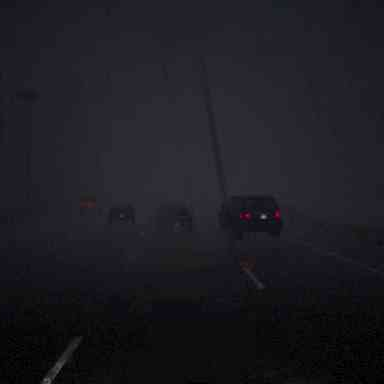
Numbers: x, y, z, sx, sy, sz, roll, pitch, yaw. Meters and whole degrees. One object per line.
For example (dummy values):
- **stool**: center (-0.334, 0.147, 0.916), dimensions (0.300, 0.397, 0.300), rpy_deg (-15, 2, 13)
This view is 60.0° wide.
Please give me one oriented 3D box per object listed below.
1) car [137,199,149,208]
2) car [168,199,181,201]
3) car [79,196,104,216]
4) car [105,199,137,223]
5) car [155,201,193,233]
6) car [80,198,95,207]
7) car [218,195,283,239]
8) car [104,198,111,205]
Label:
- **car**: center (-8.069, 1.745, 51.942), dimensions (1.895, 1.301, 4.718), rpy_deg (-1, 0, -19)
- **car**: center (-2.464, 1.610, 46.072), dimensions (2.033, 1.411, 5.357), rpy_deg (-1, 0, -18)
- **car**: center (-10.909, 1.396, 35.963), dimensions (2.150, 2.045, 5.566), rpy_deg (0, 0, -14)
- **car**: center (-5.517, 1.570, 26.413), dimensions (1.882, 1.535, 5.008), rpy_deg (0, 0, -10)
- **car**: center (-1.085, 1.519, 19.760), dimensions (2.128, 1.511, 4.902), rpy_deg (-1, 0, -7)
- **car**: center (-18.834, 1.790, 59.742), dimensions (2.128, 1.511, 4.902), rpy_deg (-1, 0, -23)
- **car**: center (2.866, 1.193, 17.464), dimensions (2.150, 2.045, 5.566), rpy_deg (0, 0, -7)
- **car**: center (-15.724, 1.781, 61.467), dimensions (1.812, 1.442, 4.674), rpy_deg (0, 0, -24)
